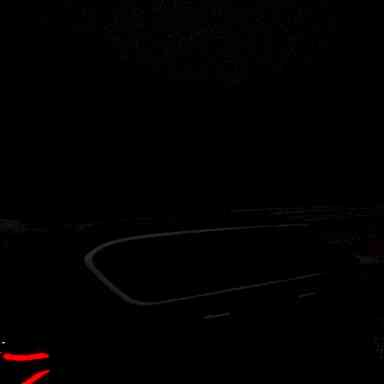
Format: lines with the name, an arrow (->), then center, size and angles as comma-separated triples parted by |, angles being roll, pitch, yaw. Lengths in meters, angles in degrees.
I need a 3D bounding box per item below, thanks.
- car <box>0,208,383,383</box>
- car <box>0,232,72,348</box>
car -> 0.442, 1.225, 4.067 | 5.566, 2.045, 2.150 | 0, 0, -35
car -> -4.725, 1.540, 4.673 | 5.357, 1.411, 2.033 | 0, 0, -36
